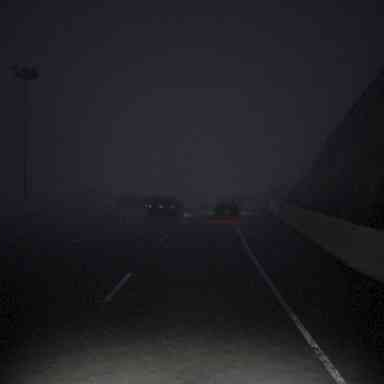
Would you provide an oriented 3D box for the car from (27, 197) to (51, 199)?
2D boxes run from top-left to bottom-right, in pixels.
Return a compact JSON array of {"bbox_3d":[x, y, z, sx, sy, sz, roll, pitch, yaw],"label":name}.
[{"bbox_3d":[-24.830,0.592,53.922,1.812,1.442,4.674,1,1,14],"label":"car"}]

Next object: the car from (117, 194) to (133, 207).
[{"bbox_3d":[-6.880,0.952,38.263,1.882,1.535,5.008,0,1,12],"label":"car"}]

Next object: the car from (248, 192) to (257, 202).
[{"bbox_3d":[9.877,0.921,60.433,2.128,1.511,4.902,1,1,20],"label":"car"}]

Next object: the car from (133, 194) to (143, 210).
[{"bbox_3d":[-4.004,1.046,34.489,2.128,1.511,4.902,1,1,11],"label":"car"}]

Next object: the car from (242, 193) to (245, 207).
[{"bbox_3d":[4.306,1.107,35.229,1.801,1.575,5.366,1,1,11],"label":"car"}]

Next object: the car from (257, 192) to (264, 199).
[{"bbox_3d":[14.130,0.728,71.740,1.994,1.385,4.181,1,1,24],"label":"car"}]

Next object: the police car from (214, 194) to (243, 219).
[{"bbox_3d":[2.792,1.162,26.120,1.930,1.638,5.238,1,1,8],"label":"police car"}]

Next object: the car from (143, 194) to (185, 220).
[{"bbox_3d":[-1.847,1.040,25.077,2.097,1.767,4.553,1,1,8],"label":"car"}]

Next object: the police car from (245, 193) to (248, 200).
[{"bbox_3d":[5.409,1.031,40.528,1.930,1.638,5.238,1,1,13],"label":"police car"}]
